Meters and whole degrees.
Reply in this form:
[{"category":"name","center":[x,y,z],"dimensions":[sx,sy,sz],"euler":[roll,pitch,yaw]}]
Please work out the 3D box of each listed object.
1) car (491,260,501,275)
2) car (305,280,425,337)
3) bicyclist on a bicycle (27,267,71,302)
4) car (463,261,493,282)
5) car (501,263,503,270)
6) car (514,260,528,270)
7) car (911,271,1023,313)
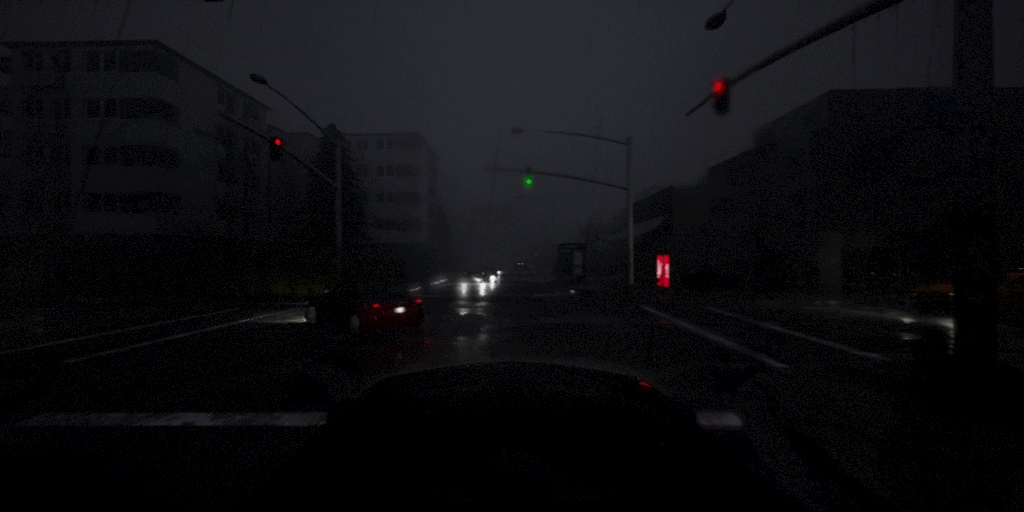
[{"category":"car","center":[-2.673,1.421,40.248],"dimensions":[1.895,1.301,4.718],"euler":[0,0,2]},{"category":"car","center":[-4.532,1.438,10.873],"dimensions":[4.181,1.385,1.994],"euler":[-1,-1,40]},{"category":"bicyclist on a bicycle","center":[-22.643,1.371,17.553],"dimensions":[0.582,1.620,1.656],"euler":[0,0,1]},{"category":"car","center":[-2.912,1.333,30.218],"dimensions":[1.812,1.442,4.674],"euler":[0,0,1]},{"category":"car","center":[-2.390,1.339,50.702],"dimensions":[1.837,1.490,4.892],"euler":[0,0,2]},{"category":"car","center":[1.294,1.308,52.448],"dimensions":[2.128,1.511,4.902],"euler":[0,0,1]},{"category":"car","center":[17.594,1.327,12.958],"dimensions":[5.008,1.535,1.882],"euler":[0,0,1]}]
